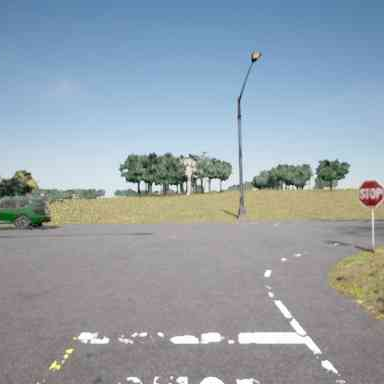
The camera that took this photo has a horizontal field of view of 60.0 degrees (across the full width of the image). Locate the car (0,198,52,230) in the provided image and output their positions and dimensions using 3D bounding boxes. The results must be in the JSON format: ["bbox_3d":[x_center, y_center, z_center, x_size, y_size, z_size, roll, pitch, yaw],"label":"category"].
[{"bbox_3d":[-12.249,1.477,21.985,5.566,2.045,2.150,-1,-2,0],"label":"car"}]
